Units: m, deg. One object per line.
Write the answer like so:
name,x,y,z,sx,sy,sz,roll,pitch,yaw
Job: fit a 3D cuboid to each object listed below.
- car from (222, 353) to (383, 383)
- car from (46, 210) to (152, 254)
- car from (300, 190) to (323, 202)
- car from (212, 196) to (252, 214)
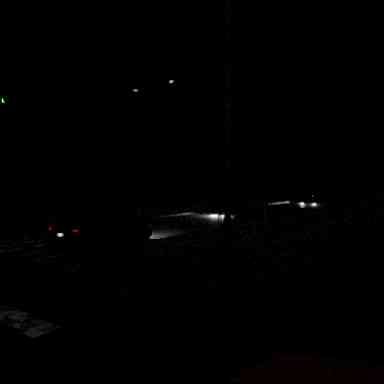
car,2.132,1.528,1.447,4.829,1.417,1.752,0,0,35
car,-3.406,1.368,12.883,1.994,1.385,4.181,0,1,30
car,16.893,0.490,47.053,2.097,1.767,4.553,0,1,36
car,3.466,1.066,28.533,1.994,1.385,4.181,0,1,36
